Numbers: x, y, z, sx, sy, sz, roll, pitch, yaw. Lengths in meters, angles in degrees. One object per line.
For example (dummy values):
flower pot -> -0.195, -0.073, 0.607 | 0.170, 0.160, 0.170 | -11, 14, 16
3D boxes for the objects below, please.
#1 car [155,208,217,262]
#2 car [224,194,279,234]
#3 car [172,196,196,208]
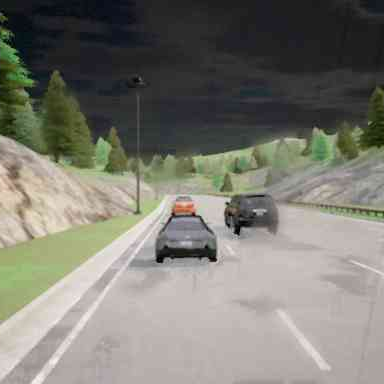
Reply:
car -> -0.216, 1.496, 11.950 | 1.994, 1.385, 4.181 | 0, 0, -1
car -> 3.124, 1.100, 18.314 | 2.150, 2.045, 5.566 | 0, 1, -2
car -> -0.764, 1.178, 30.768 | 2.097, 1.767, 4.553 | 0, 0, -2
